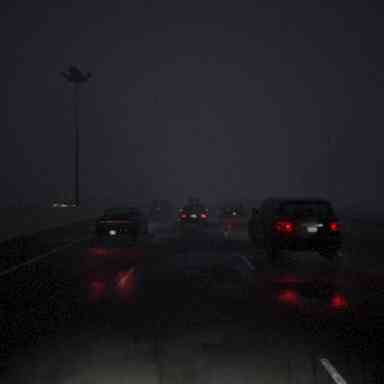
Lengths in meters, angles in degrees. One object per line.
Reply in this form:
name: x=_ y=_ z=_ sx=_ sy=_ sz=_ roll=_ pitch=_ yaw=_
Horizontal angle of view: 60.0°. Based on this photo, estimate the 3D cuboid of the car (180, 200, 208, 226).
car: x=0.156 y=1.547 z=23.247 sx=2.033 sy=1.411 sz=5.357 roll=0 pitch=0 yaw=1

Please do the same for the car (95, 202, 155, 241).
car: x=-3.344 y=1.489 z=16.497 sx=2.128 sy=1.511 sz=4.902 roll=0 pitch=0 yaw=0

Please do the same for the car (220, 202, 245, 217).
car: x=3.710 y=1.602 z=31.264 sx=1.895 sy=1.301 sz=4.718 roll=0 pitch=0 yaw=0

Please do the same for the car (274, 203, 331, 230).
car: x=7.177 y=1.551 z=22.309 sx=2.033 sy=1.411 sz=5.357 roll=0 pitch=0 yaw=0

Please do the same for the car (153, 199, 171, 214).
car: x=-3.276 y=1.474 z=35.220 sx=1.882 sy=1.535 sz=5.008 roll=0 pitch=0 yaw=0

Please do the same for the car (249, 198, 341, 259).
car: x=3.643 y=1.223 z=12.735 sx=2.150 sy=2.045 sz=5.566 roll=0 pitch=0 yaw=0

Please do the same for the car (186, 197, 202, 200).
car: x=0.250 y=1.351 z=42.195 sx=2.097 sy=1.767 sz=4.553 roll=0 pitch=0 yaw=0
